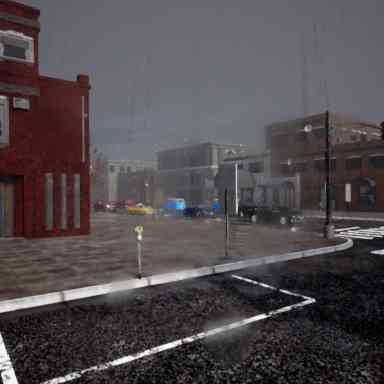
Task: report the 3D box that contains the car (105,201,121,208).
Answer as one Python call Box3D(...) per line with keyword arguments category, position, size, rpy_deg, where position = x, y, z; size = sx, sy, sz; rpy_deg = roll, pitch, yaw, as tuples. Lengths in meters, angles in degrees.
Box3D(category="car", position=(-15.973, 2.433, 67.092), size=(1.802, 1.307, 4.206), rpy_deg=(-2, 0, -36))

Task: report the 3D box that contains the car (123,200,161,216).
Box3D(category="car", position=(-5.968, 2.048, 39.208), size=(1.752, 1.417, 4.829), rpy_deg=(-2, 0, -36))

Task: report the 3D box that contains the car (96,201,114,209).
Box3D(category="car", position=(-16.641, 2.403, 63.631), size=(1.994, 1.385, 4.181), rpy_deg=(-1, -1, -36))

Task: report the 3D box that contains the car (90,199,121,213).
Box3D(category="car", position=(-12.744, 2.001, 48.490), size=(2.192, 1.841, 5.009), rpy_deg=(-2, 0, -36))

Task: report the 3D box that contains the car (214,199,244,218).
Box3D(category="car", position=(4.757, 1.800, 34.262), size=(1.882, 1.535, 5.008), rpy_deg=(-1, 0, -36))

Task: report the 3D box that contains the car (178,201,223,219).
Box3D(category="car", position=(0.773, 1.950, 34.340), size=(1.994, 1.385, 4.181), rpy_deg=(-1, 0, -35))

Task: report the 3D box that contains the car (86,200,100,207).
Box3D(category="car", position=(-22.643, 2.595, 76.237), size=(1.802, 1.307, 4.206), rpy_deg=(-2, 0, -36))

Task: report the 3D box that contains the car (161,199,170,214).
Box3D(category="car", position=(-5.156, 2.034, 42.468), size=(1.837, 1.490, 4.892), rpy_deg=(-1, 0, -36))

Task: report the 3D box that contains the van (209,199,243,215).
Box3D(category="van", position=(4.029, 1.707, 39.657), size=(1.690, 1.788, 3.998), rpy_deg=(-2, 0, -36))

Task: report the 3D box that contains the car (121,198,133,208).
Box3D(category="car", position=(-12.646, 2.085, 62.519), size=(2.192, 1.841, 5.009), rpy_deg=(-2, 0, -36))

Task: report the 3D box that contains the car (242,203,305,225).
Box3D(category="car", position=(6.594, 1.750, 26.338), size=(1.837, 1.490, 4.892), rpy_deg=(-1, 0, -36))

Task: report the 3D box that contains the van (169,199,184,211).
Box3D(category="van", position=(-2.640, 1.868, 48.801), size=(1.690, 1.788, 3.998), rpy_deg=(-2, 0, -36))
